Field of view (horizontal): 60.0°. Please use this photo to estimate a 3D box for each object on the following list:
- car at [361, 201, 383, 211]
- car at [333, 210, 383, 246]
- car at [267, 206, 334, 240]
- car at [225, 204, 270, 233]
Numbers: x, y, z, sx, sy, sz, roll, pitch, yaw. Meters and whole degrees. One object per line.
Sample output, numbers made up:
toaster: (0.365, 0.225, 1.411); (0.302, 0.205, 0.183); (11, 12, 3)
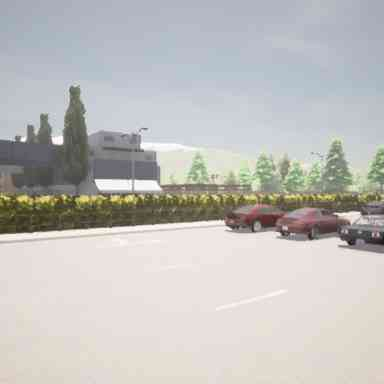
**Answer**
car: (16.416, 1.492, 28.476); (4.902, 1.511, 2.128); (0, 0, -35)
car: (8.293, 1.613, 14.084); (4.718, 1.301, 1.895); (0, 0, -35)
car: (6.236, 1.530, 16.916); (4.674, 1.442, 1.812); (0, 0, -35)
car: (4.204, 1.482, 19.765); (5.008, 1.535, 1.882); (0, 0, -35)
